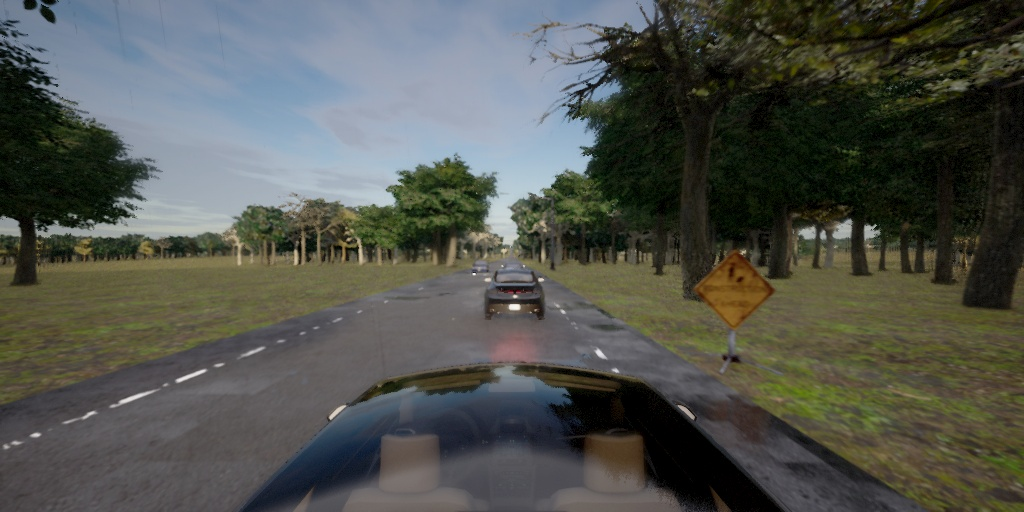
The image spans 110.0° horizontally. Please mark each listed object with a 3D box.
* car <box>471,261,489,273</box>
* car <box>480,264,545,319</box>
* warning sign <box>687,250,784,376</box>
[{"bbox_3d":[-3.589,1.229,41.925,2.033,1.411,5.357,0,0,0],"label":"car"},{"bbox_3d":[0.086,1.173,12.452,1.837,1.490,4.892,0,0,0],"label":"car"},{"bbox_3d":[3.550,0.825,5.817,1.300,1.860,1.060,0,0,0],"label":"warning sign"}]
